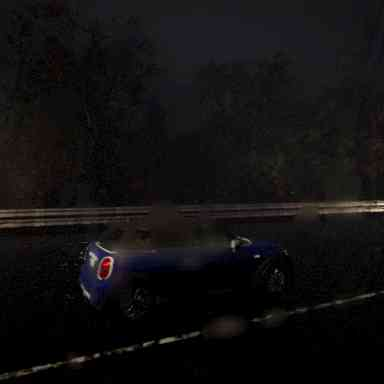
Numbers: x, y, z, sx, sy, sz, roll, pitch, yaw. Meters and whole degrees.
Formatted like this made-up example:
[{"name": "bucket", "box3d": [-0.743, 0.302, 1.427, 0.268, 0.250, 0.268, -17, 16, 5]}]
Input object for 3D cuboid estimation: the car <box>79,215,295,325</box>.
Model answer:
[{"name": "car", "box3d": [0.023, 1.323, 7.186, 4.553, 1.767, 2.097, 0, 0, -27]}]
